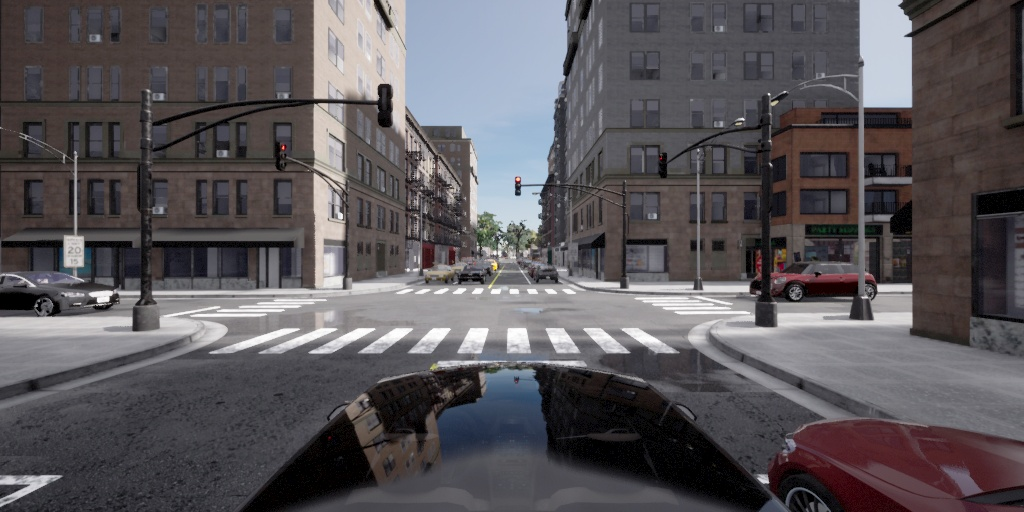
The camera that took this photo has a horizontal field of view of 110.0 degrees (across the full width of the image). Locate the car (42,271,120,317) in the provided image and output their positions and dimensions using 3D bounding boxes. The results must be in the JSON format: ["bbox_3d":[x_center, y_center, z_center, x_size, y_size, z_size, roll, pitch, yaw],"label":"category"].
[{"bbox_3d":[-17.098,1.310,12.900,4.902,1.511,2.128,0,0,1],"label":"car"}]

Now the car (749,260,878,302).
[{"bbox_3d":[13.223,1.035,15.965,4.553,1.767,2.097,0,0,0],"label":"car"}]

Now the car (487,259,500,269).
[{"bbox_3d":[-2.937,1.260,57.751,1.837,1.490,4.892,0,0,0],"label":"car"}]

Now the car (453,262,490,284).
[{"bbox_3d":[-2.895,1.351,26.669,1.895,1.301,4.718,0,0,-1],"label":"car"}]

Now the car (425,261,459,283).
[{"bbox_3d":[-5.480,1.276,27.596,1.751,1.417,4.829,0,0,0],"label":"car"}]

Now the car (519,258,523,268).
[{"bbox_3d":[2.504,1.304,55.195,2.007,1.370,4.403,0,0,0],"label":"car"}]

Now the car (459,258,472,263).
[{"bbox_3d":[-5.504,1.277,38.559,1.751,1.417,4.829,0,0,0],"label":"car"}]

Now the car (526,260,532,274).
[{"bbox_3d":[2.559,1.296,33.267,1.888,1.381,4.507,0,0,0],"label":"car"}]

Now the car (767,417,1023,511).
[{"bbox_3d":[2.640,1.332,0.778,1.802,1.307,4.207,0,0,0],"label":"car"}]

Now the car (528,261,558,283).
[{"bbox_3d":[2.572,1.301,27.786,2.007,1.370,4.403,0,0,0],"label":"car"}]

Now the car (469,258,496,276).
[{"bbox_3d":[-2.938,1.256,36.787,1.837,1.490,4.892,0,0,0],"label":"car"}]

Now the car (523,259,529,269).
[{"bbox_3d":[2.545,1.302,38.749,2.007,1.370,4.403,0,0,0],"label":"car"}]

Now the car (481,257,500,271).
[{"bbox_3d":[-2.951,1.231,47.284,1.882,1.535,5.008,0,0,0],"label":"car"}]

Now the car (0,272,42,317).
[{"bbox_3d":[-5.398,1.065,0.758,2.192,1.841,5.009,0,0,0],"label":"car"}]
